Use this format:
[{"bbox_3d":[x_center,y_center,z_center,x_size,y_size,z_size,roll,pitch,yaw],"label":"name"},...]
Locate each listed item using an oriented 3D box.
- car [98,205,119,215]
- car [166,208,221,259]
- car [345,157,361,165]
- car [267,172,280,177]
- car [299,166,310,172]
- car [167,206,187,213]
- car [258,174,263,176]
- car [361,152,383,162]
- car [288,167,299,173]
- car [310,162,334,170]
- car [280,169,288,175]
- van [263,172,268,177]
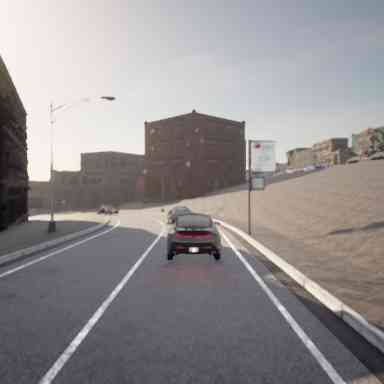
[{"bbox_3d":[-12.007,2.568,47.768,2.128,1.511,4.902,0,-2,-32],"label":"car"},{"bbox_3d":[0.067,1.598,12.989,1.837,1.490,4.892,0,0,0],"label":"car"},{"bbox_3d":[21.741,-3.856,43.238,2.231,1.521,4.892,0,0,-1],"label":"car"},{"bbox_3d":[20.907,-4.124,81.876,2.231,1.521,4.892,0,0,-1],"label":"car"},{"bbox_3d":[21.387,-3.942,59.669,2.002,1.452,4.674,0,0,-1],"label":"car"},{"bbox_3d":[-1.056,1.914,28.524,1.994,1.385,4.181,0,-1,-10],"label":"car"},{"bbox_3d":[20.671,-4.128,92.914,2.002,1.452,4.674,0,0,-1],"label":"car"},{"bbox_3d":[21.869,-3.800,37.720,2.231,1.521,4.892,0,1,-1],"label":"car"},{"bbox_3d":[21.265,-4.150,65.342,2.185,1.767,4.553,0,0,-1],"label":"car"},{"bbox_3d":[21.505,-4.067,54.176,2.185,1.767,4.553,0,0,-1],"label":"car"},{"bbox_3d":[21.146,-4.187,70.862,2.185,1.767,4.553,0,0,-1],"label":"car"},{"bbox_3d":[20.791,-4.374,87.272,1.878,1.987,4.442,0,0,-1],"label":"van"}]
